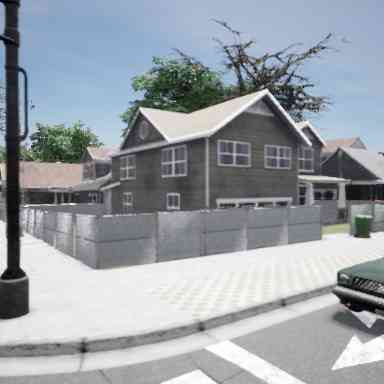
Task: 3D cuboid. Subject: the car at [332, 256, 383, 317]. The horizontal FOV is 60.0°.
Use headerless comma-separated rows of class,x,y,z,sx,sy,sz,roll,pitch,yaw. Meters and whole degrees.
car,4.821,1.603,6.475,4.718,1.301,1.895,0,0,-35
